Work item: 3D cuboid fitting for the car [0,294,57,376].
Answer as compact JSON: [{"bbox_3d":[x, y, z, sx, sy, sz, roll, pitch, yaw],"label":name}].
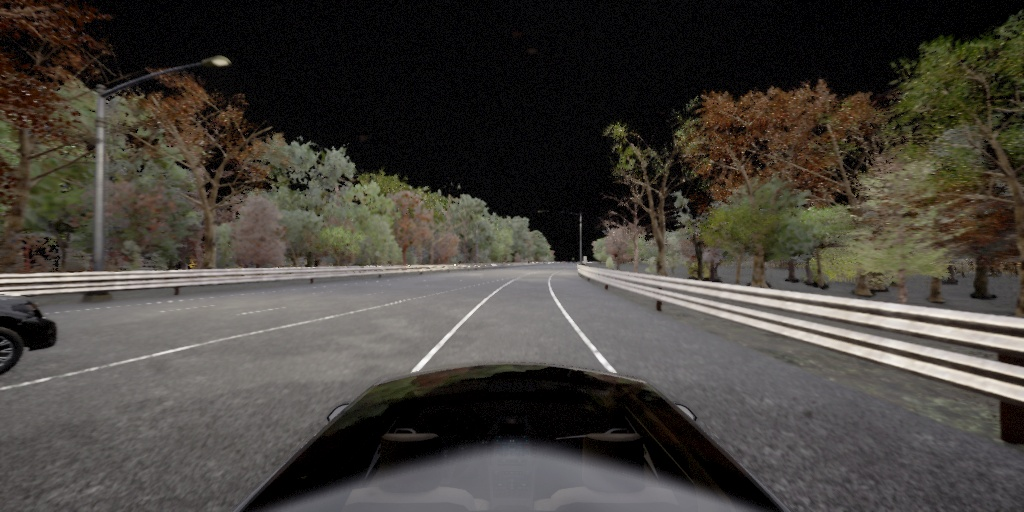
[{"bbox_3d":[-9.739,0.951,4.162,2.150,2.045,5.566,0,-1,12],"label":"car"}]
